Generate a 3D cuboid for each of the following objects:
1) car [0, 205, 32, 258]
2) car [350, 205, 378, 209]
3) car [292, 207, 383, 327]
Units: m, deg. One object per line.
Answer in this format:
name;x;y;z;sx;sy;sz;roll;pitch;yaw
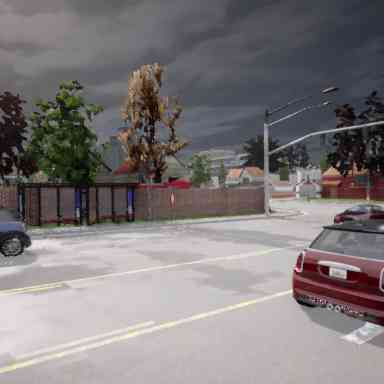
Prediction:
car;-7.996;1.352;11.184;4.553;1.767;2.097;0;0;-36
car;10.294;1.486;19.883;4.181;1.385;1.994;0;0;-35
car;4.123;1.341;6.700;4.553;1.767;2.097;0;0;-36
